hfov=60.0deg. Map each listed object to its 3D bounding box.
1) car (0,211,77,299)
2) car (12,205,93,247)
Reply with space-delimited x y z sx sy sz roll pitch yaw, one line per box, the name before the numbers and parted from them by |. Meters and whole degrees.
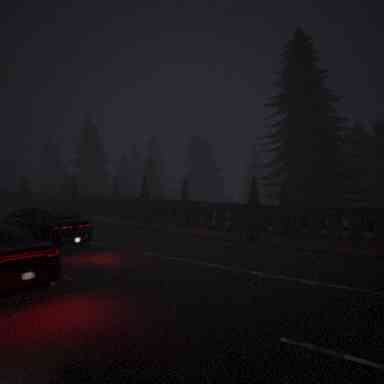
car | -5.039 1.318 7.588 5.008 1.535 1.882 2 1 35
car | -5.740 1.239 12.388 4.892 1.490 1.837 2 1 35
